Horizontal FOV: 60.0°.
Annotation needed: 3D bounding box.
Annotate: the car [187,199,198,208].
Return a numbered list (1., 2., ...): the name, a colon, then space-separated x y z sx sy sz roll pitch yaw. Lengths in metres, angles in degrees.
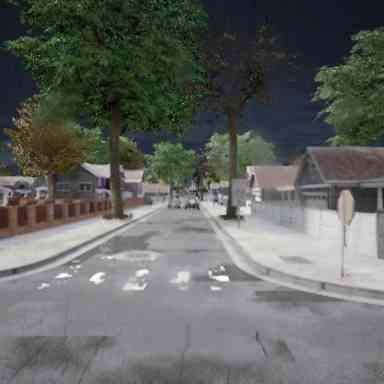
1. car: 0.028 1.881 57.549 1.812 1.442 4.674 0 0 0

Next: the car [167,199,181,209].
1. car: -2.724 1.798 51.302 2.128 1.511 4.902 0 0 0

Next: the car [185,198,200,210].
1. car: 0.025 1.645 47.518 2.097 1.767 4.553 0 0 0
